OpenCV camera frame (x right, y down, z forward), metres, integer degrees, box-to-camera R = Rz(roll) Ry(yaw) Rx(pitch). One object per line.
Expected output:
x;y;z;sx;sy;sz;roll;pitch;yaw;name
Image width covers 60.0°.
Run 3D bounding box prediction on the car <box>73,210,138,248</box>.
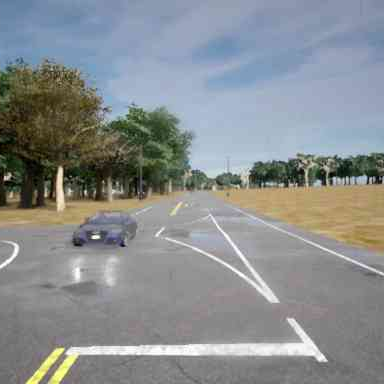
-3.529;1.481;14.236;1.994;1.385;4.181;0;0;0;car
